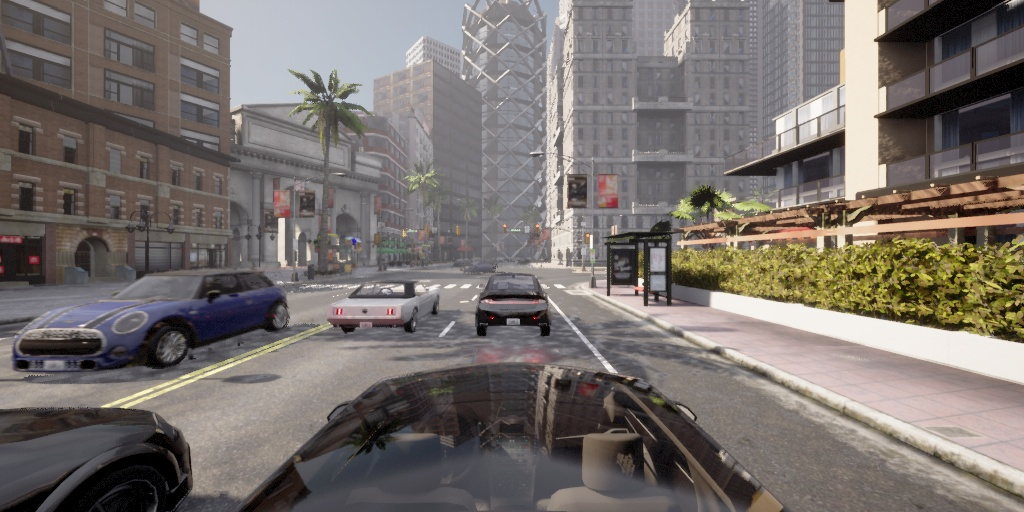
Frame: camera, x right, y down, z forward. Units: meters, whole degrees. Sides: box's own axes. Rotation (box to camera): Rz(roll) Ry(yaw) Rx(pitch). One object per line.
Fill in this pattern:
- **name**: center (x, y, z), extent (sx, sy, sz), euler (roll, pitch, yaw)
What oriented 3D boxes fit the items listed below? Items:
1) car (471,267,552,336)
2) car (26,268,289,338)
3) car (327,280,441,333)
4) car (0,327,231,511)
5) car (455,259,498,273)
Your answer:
- **car**: center (0.041, 1.242, 10.370), extent (2.128, 1.511, 4.902), euler (0, 0, 0)
- **car**: center (-7.106, 1.102, 7.809), extent (2.097, 1.767, 4.553), euler (0, 0, 0)
- **car**: center (-3.457, 1.351, 10.750), extent (1.895, 1.301, 4.718), euler (0, 0, 0)
- **car**: center (-3.392, 1.314, 0.930), extent (1.994, 1.385, 4.181), euler (0, 0, 0)
- **car**: center (-4.015, 1.314, 42.013), extent (4.181, 1.385, 1.994), euler (0, 0, -38)
